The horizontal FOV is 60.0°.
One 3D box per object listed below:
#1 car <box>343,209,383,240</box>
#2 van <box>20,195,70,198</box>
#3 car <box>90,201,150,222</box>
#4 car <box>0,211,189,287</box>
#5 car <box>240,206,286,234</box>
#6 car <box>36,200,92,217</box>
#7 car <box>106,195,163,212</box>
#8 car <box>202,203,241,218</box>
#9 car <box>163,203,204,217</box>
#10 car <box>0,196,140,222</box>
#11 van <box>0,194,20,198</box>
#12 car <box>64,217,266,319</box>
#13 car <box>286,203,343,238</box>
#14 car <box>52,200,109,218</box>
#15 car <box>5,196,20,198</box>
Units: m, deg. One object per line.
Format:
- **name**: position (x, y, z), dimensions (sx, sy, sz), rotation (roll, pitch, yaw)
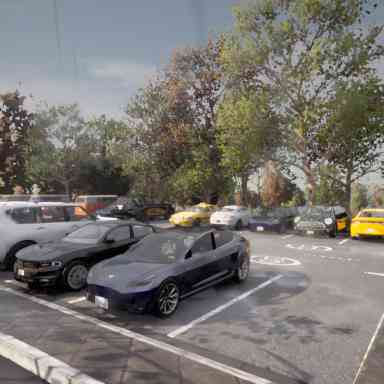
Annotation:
- **car**: position (9.574, 1.600, 17.128), dimensions (2.097, 1.535, 5.008), rotation (0, 0, 36)
- **van**: position (-15.027, 1.310, 34.857), dimensions (1.878, 1.987, 4.442), rotation (0, 0, 36)
- **car**: position (-6.031, 1.565, 28.427), dimensions (2.163, 1.488, 4.792), rotation (0, 0, 36)
- **car**: position (-2.493, 1.590, 9.737), dimensions (2.097, 1.535, 5.008), rotation (0, 0, 36)
- **car**: position (5.176, 1.611, 20.290), dimensions (2.163, 1.488, 4.792), rotation (0, 0, 36)
- **car**: position (-12.718, 1.557, 33.352), dimensions (2.163, 1.488, 4.792), rotation (0, 0, 36)
- **car**: position (-3.756, 1.293, 26.845), dimensions (2.435, 2.045, 5.566), rotation (0, 0, 36)
- **car**: position (2.950, 1.613, 21.939), dimensions (2.002, 1.452, 4.674), rotation (0, 0, 36)
- **car**: position (0.600, 1.560, 23.419), dimensions (1.946, 1.575, 5.366), rotation (0, 0, 36)
- **car**: position (-4.725, 1.329, 11.386), dimensions (2.435, 2.045, 5.566), rotation (0, 0, 36)
- **van**: position (-19.391, 1.337, 38.303), dimensions (1.878, 1.987, 4.442), rotation (0, 0, 36)
- **car**: position (-0.267, 1.629, 8.079), dimensions (2.163, 1.488, 4.792), rotation (0, 0, 36)
- **car**: position (7.353, 1.465, 18.785), dimensions (2.185, 1.767, 4.553), rotation (0, 0, 36)
- **car**: position (-10.582, 1.554, 31.801), dimensions (2.163, 1.488, 4.792), rotation (0, 0, 36)
- **car**: position (-17.214, 1.548, 36.585), dimensions (2.097, 1.535, 5.008), rotation (0, 0, 36)
